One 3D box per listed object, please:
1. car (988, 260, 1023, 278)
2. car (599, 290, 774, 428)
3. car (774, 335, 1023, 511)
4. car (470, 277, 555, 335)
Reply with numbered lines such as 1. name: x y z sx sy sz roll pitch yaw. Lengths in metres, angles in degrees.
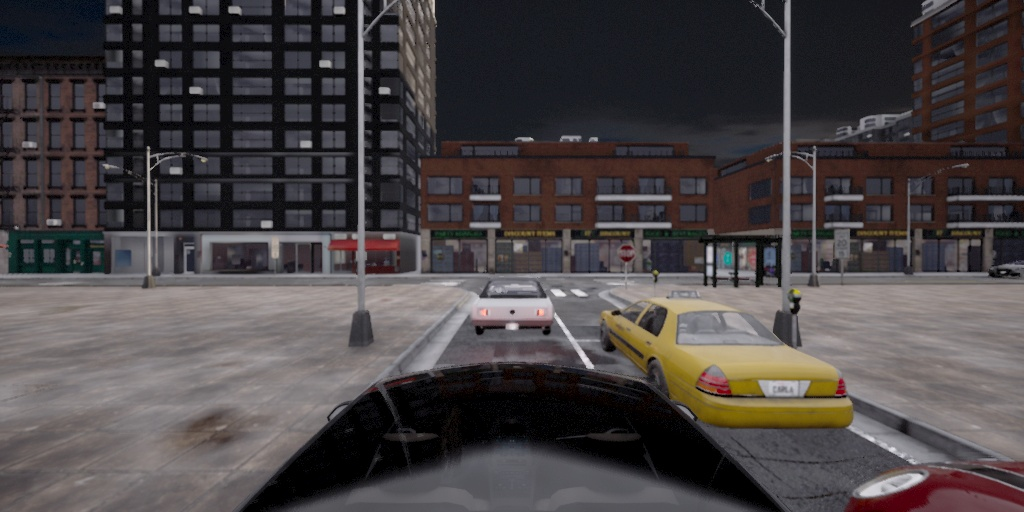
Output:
1. car: 36.000 0.935 24.828 4.181 1.385 1.994 0 0 0
2. car: 2.634 1.221 5.805 1.751 1.417 4.829 0 0 0
3. car: 2.642 1.211 0.198 1.967 1.591 4.097 0 0 0
4. car: 0.054 1.235 10.080 1.895 1.301 4.718 0 1 1
